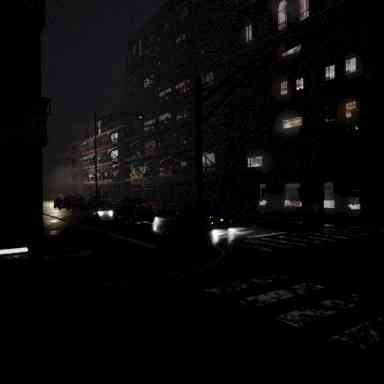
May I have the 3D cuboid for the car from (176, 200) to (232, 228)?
[{"bbox_3d":[0.690,1.508,21.792,1.994,1.385,4.181,-1,1,-34],"label":"car"}]

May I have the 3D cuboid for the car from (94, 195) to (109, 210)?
[{"bbox_3d":[-10.601,1.419,38.202,1.994,1.385,4.181,-1,1,-35],"label":"car"}]

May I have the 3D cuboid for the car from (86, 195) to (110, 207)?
[{"bbox_3d":[-13.746,1.267,48.322,1.837,1.490,4.892,-1,1,-34],"label":"car"}]

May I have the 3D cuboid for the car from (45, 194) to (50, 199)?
[{"bbox_3d":[-34.719,1.075,83.466,1.752,1.417,4.829,-1,1,-35],"label":"car"}]

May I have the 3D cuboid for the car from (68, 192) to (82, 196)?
[{"bbox_3d":[-19.698,1.210,56.885,2.128,1.511,4.902,-1,1,-35],"label":"car"}]

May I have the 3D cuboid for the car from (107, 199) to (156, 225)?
[{"bbox_3d":[-4.301,1.509,24.251,1.887,1.381,4.507,-1,1,-35],"label":"car"}]

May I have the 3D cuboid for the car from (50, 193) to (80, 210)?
[{"bbox_3d":[-15.755,1.313,41.123,1.967,1.590,4.097,-1,1,-35],"label":"car"}]

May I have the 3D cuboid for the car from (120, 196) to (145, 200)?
[{"bbox_3d":[-5.032,1.251,30.101,2.097,1.767,4.553,-1,1,-35],"label":"car"}]

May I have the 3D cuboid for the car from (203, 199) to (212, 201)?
[{"bbox_3d":[0.894,1.360,31.893,1.887,1.381,4.507,-1,1,-35],"label":"car"}]

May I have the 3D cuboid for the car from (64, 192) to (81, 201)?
[{"bbox_3d":[-24.961,0.935,69.280,2.192,1.841,5.009,-1,1,-35],"label":"car"}]

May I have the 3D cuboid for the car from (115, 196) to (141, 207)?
[{"bbox_3d":[-8.950,1.266,46.015,1.752,1.417,4.829,-1,1,-35],"label":"car"}]

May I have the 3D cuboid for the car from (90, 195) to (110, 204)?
[{"bbox_3d":[-15.392,1.217,55.377,1.752,1.417,4.829,-1,1,-35],"label":"car"}]

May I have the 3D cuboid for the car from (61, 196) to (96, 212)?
[{"bbox_3d":[-12.533,1.448,36.442,2.008,1.369,4.403,-1,1,-35],"label":"car"}]

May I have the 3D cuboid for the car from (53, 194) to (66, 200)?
[{"bbox_3d":[-31.402,1.124,78.645,2.008,1.369,4.403,-1,1,-35],"label":"car"}]
